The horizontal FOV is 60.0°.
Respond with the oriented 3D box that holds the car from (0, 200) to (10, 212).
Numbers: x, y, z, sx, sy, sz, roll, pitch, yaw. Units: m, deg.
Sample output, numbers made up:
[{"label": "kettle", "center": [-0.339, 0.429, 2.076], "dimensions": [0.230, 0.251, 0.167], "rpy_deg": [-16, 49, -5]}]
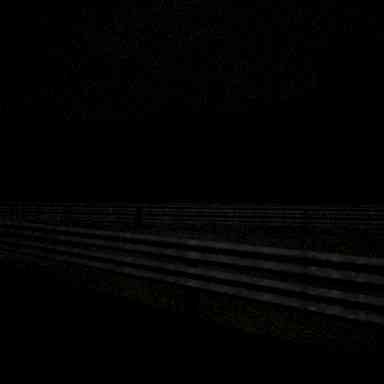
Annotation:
[{"label": "car", "center": [-19.695, 1.483, 31.657], "dimensions": [4.553, 1.767, 2.097], "rpy_deg": [0, 0, 20]}]
